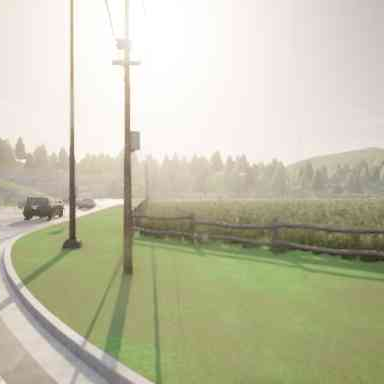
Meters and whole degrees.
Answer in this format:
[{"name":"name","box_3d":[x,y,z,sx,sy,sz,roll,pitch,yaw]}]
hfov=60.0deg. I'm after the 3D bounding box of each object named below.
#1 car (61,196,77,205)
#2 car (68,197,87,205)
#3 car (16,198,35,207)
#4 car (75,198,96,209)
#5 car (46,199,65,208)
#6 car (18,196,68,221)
[{"name":"car","box_3d":[-25.115,1.631,68.191,2.097,1.767,4.553,0,0,-7]},{"name":"car","box_3d":[-20.416,1.977,58.752,1.895,1.301,4.718,0,0,-7]},{"name":"car","box_3d":[-31.418,1.974,62.876,1.812,1.442,4.674,0,0,-7]},{"name":"car","box_3d":[-15.720,1.913,50.137,1.895,1.301,4.718,0,0,-7]},{"name":"car","box_3d":[-23.898,1.917,58.386,1.812,1.442,4.674,0,0,-7]},{"name":"car","box_3d":[-13.218,1.426,29.940,2.150,2.045,5.566,0,0,-7]}]
